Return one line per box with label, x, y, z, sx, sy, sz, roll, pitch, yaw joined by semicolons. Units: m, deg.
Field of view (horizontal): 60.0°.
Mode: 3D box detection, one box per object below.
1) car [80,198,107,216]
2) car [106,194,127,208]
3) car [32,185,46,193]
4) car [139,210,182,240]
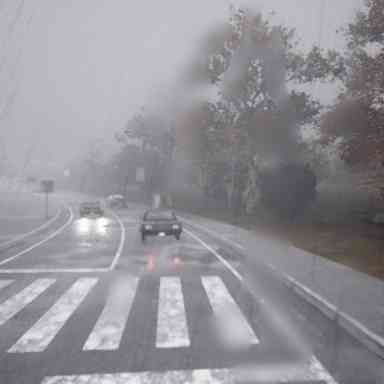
car;-8.775;1.346;28.980;1.895;1.301;4.718;1;1;-20
car;-8.965;1.047;39.098;1.837;1.490;4.892;1;1;-25
car;-29.863;-0.664;64.931;2.033;1.411;5.357;2;2;-37
car;-1.749;1.580;17.026;1.895;1.301;4.718;0;0;-11
